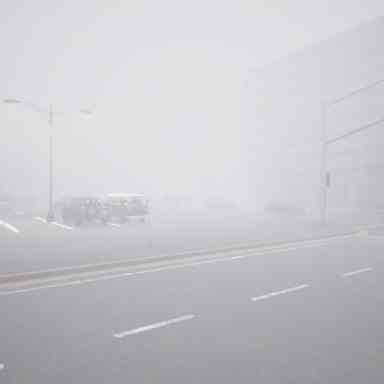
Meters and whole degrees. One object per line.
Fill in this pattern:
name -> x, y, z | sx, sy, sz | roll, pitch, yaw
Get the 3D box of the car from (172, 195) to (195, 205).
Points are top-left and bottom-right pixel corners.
car -> -1.573, 1.407, 61.855 | 2.097, 1.767, 4.553 | 0, 0, -35

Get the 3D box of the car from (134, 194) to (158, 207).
car -> -8.871, 1.547, 66.054 | 2.128, 1.511, 4.902 | 0, 0, -35

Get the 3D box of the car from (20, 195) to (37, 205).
car -> -27.224, 1.209, 55.386 | 1.932, 1.855, 4.605 | 0, 0, -35

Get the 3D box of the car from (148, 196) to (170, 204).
car -> -6.941, 1.603, 69.385 | 2.033, 1.411, 5.357 | 0, 0, -35

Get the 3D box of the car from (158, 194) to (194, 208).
car -> -2.495, 1.277, 50.746 | 2.150, 2.045, 5.566 | 0, 0, -36

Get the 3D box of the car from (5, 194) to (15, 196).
car -> -29.620, 1.212, 53.761 | 1.905, 1.878, 3.866 | 0, 0, -35

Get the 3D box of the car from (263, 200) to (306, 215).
car -> 9.356, 1.581, 34.107 | 1.812, 1.442, 4.674 | 0, 0, -36

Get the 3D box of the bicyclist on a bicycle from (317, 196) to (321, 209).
bicyclist on a bicycle -> 16.570, 1.356, 42.879 | 1.656, 1.620, 0.582 | 0, 0, -35

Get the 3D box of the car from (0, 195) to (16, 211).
car -> -21.753, 1.451, 37.932 | 1.970, 1.475, 3.806 | 0, 0, -35

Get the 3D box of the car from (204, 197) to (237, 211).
car -> 3.599, 1.407, 42.168 | 2.097, 1.767, 4.553 | 0, 0, -35
